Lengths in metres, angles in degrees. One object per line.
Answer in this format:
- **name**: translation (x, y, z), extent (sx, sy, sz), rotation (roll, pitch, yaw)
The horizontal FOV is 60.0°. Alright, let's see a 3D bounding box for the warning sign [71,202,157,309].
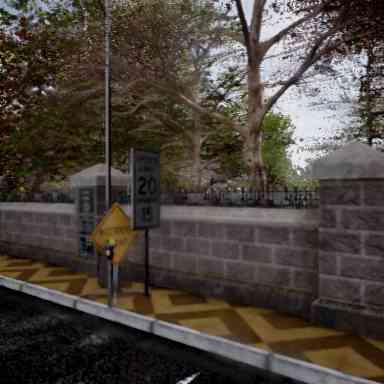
- **warning sign**: translation (-1.551, 1.145, 6.731), extent (1.060, 1.860, 1.300), rotation (0, 0, 35)
